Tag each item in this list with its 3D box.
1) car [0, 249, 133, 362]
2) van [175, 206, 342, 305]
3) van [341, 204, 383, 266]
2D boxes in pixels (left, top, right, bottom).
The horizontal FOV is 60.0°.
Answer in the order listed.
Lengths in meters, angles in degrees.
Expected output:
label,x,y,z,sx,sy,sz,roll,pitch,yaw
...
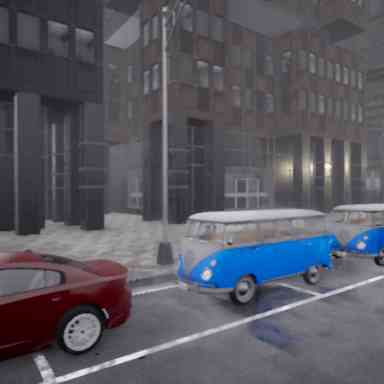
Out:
label,x,y,z,sx,sy,sz,roll,pitch,yaw
car,-3.031,1.545,4.485,4.507,1.381,1.887,0,0,-36
van,1.539,1.315,7.751,3.998,1.788,1.690,0,0,-36
van,6.111,1.290,11.018,3.998,1.788,1.690,0,0,-36
